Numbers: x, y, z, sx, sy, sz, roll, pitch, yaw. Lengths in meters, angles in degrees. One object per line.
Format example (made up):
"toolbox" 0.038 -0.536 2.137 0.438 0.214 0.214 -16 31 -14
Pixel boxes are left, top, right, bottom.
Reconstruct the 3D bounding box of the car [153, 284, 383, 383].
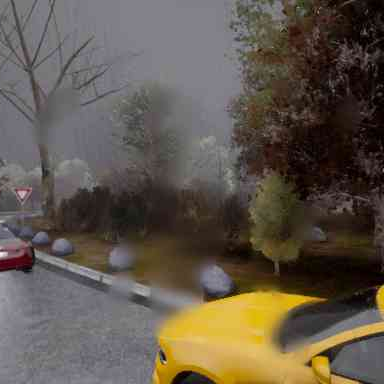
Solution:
"car" 1.928 1.478 2.520 5.008 1.535 1.882 0 0 35

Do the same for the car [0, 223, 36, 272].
"car" -6.364 1.617 10.011 1.994 1.385 4.181 0 0 -45
